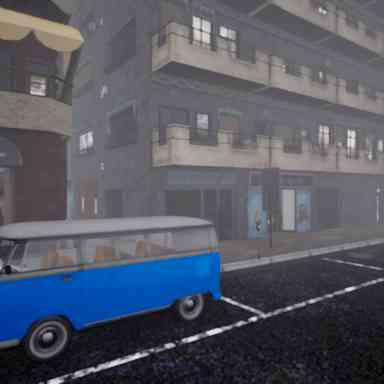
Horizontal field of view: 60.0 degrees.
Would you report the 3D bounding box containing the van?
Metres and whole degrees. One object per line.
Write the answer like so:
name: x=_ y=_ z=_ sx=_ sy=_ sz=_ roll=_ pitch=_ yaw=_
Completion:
van: x=-1.376 y=1.341 z=5.586 sx=3.998 sy=1.788 sz=1.690 roll=0 pitch=0 yaw=-35
